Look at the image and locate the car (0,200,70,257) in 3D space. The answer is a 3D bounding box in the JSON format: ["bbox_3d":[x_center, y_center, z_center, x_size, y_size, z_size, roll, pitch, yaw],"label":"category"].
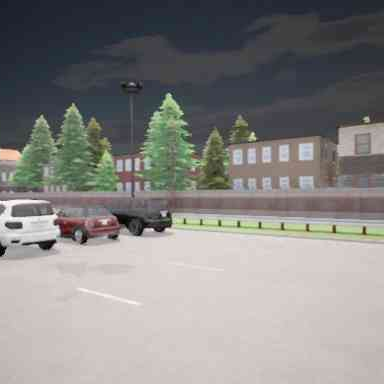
[{"bbox_3d":[-7.745,1.346,13.697,5.566,2.045,2.150,0,0,36],"label":"car"}]

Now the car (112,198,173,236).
[{"bbox_3d":[-3.679,1.347,19.395,5.566,2.045,2.150,0,0,36],"label":"car"}]

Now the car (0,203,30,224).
[{"bbox_3d":[-16.114,1.763,28.273,4.902,1.511,2.128,-1,0,36],"label":"car"}]

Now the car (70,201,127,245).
[{"bbox_3d":[-5.760,1.481,16.583,4.553,1.767,2.097,-1,-1,36],"label":"car"}]
